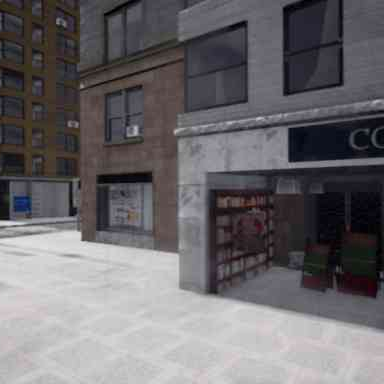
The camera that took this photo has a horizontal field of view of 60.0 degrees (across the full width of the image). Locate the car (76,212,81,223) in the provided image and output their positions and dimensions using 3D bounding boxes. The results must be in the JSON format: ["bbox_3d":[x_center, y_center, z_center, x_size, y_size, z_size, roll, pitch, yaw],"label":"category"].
[{"bbox_3d":[-6.960,1.697,26.558,1.812,1.442,4.674,0,0,36],"label":"car"}]
